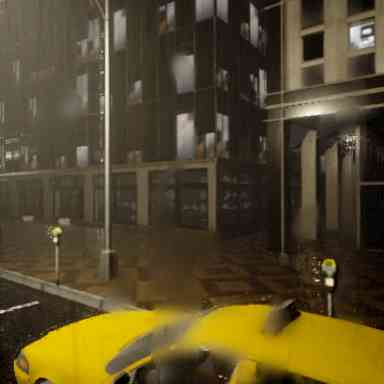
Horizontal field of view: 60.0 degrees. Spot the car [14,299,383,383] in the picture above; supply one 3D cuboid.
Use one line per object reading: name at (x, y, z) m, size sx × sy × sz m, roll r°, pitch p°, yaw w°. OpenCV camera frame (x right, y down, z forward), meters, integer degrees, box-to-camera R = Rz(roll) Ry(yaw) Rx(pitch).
car at (0.435, 1.520, 2.575) m, size 4.829 × 1.417 × 1.752 m, roll 0°, pitch 0°, yaw 36°
